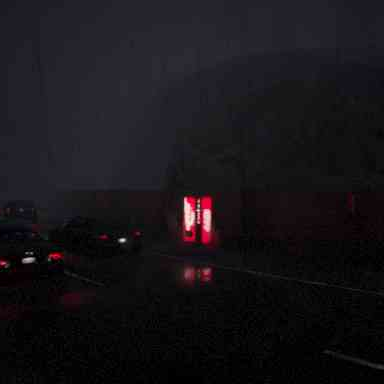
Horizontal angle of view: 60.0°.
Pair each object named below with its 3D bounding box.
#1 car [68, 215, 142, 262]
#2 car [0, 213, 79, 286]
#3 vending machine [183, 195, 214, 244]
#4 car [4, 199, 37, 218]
[{"bbox_3d":[-3.685,1.564,12.327,1.994,1.385,4.181,0,0,-45],"label":"car"},{"bbox_3d":[-5.378,1.548,9.067,5.357,1.411,2.033,0,0,45],"label":"car"},{"bbox_3d":[0.287,1.195,15.033,1.100,2.100,0.880,0,0,-45],"label":"vending machine"},{"bbox_3d":[-13.303,1.352,25.737,2.097,1.767,4.553,0,0,-29],"label":"car"}]
